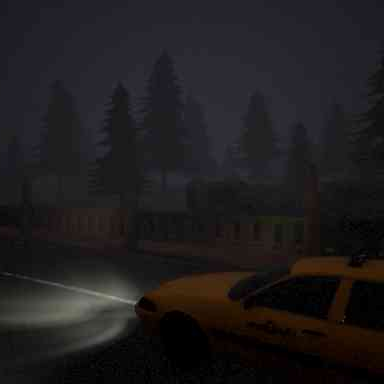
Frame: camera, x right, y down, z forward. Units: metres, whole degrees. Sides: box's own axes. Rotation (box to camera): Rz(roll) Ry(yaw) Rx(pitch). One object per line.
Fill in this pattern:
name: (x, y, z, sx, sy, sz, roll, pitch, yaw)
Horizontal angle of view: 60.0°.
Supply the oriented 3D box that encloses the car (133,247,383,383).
car: (1.659, 1.443, 3.982, 5.366, 1.575, 1.801, 0, 0, 34)
